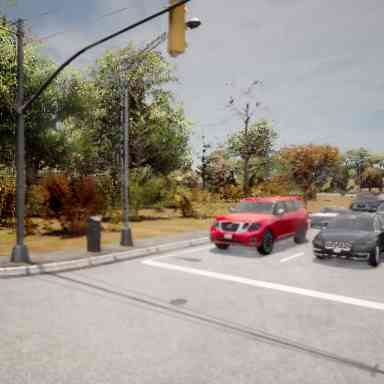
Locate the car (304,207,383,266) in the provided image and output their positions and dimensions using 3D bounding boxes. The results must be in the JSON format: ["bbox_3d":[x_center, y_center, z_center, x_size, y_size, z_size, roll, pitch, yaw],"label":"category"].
[{"bbox_3d":[5.846,1.508,11.854,1.837,1.490,4.892,0,0,38],"label":"car"}]

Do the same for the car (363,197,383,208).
[{"bbox_3d":[11.600,1.351,19.039,2.097,1.767,4.553,0,0,39],"label":"car"}]

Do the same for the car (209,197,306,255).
[{"bbox_3d":[3.010,1.228,13.934,2.150,2.045,5.566,0,0,39],"label":"car"}]

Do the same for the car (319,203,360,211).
[{"bbox_3d":[9.097,1.602,21.513,1.895,1.301,4.718,0,0,39],"label":"car"}]

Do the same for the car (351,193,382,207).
[{"bbox_3d":[15.712,1.160,29.757,2.150,2.045,5.566,0,0,39],"label":"car"}]
